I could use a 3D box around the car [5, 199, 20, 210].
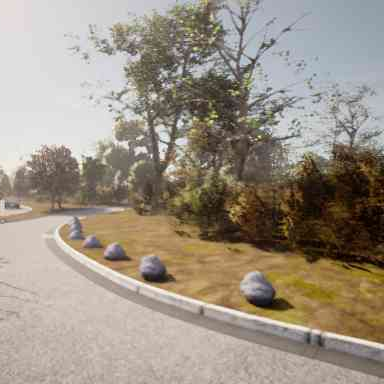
[{"bbox_3d":[-27.264,1.821,50.506,2.128,1.511,4.902,0,0,-30],"label":"car"}]
